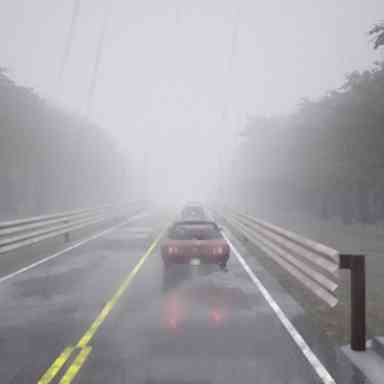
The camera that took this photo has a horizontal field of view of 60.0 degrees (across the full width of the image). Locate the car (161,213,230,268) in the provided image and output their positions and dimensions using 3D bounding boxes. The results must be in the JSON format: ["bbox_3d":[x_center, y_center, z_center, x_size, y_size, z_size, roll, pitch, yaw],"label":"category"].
[{"bbox_3d":[0.096,1.605,11.214,1.895,1.301,4.718,0,0,0],"label":"car"}]

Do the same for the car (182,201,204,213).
[{"bbox_3d":[0.101,1.539,28.962,1.812,1.442,4.674,0,0,0],"label":"car"}]
